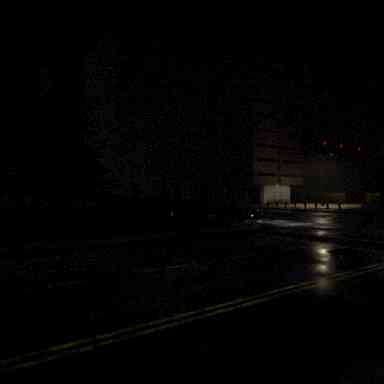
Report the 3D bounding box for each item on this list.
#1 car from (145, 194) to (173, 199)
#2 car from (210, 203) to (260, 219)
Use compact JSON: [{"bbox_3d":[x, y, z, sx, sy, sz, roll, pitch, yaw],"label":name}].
[{"bbox_3d":[-3.719,1.221,39.307,2.150,2.045,5.566,0,0,-36],"label":"car"},{"bbox_3d":[3.678,1.601,28.872,1.895,1.301,4.718,0,0,-34],"label":"car"}]
